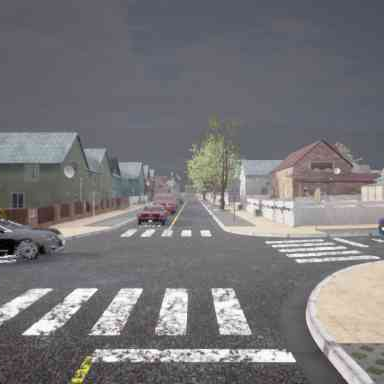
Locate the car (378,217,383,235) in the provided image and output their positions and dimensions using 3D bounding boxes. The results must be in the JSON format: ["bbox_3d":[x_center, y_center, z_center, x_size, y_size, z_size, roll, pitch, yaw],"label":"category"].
[{"bbox_3d":[10.421,1.191,13.838,5.008,1.535,1.882,-2,-1,-2],"label":"car"}]

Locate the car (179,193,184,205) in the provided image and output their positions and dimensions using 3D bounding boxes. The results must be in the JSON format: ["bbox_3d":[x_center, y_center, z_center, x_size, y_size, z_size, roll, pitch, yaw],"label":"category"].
[{"bbox_3d":[-2.707,1.263,60.295,2.150,2.045,5.566,0,0,0],"label":"car"}]

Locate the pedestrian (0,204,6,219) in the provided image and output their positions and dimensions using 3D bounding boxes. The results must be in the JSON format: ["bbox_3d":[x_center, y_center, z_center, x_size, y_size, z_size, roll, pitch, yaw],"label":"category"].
[{"bbox_3d":[-9.679,1.463,16.681,0.375,1.860,0.375,0,0,0],"label":"pedestrian"}]

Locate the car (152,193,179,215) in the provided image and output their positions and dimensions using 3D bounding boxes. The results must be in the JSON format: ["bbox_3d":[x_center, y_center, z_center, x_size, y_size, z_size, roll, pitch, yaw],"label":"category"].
[{"bbox_3d":[-2.826,1.229,34.722,2.150,2.045,5.566,0,0,0],"label":"car"}]

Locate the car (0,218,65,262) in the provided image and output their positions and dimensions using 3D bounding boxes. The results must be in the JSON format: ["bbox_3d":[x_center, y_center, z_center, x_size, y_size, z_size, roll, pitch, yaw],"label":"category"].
[{"bbox_3d":[-7.038,1.620,11.476,4.902,1.511,2.128,-2,-1,-11],"label":"car"}]

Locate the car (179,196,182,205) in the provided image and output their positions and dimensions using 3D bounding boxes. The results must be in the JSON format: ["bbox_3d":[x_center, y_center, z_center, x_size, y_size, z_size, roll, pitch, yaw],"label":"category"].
[{"bbox_3d":[-2.809,1.607,45.080,1.895,1.301,4.718,0,0,1],"label":"car"}]

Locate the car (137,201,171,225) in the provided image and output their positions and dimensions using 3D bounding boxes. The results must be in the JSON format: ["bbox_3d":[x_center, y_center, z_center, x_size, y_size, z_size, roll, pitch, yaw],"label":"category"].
[{"bbox_3d":[-2.798,1.606,24.156,1.895,1.301,4.718,0,0,-1],"label":"car"}]
